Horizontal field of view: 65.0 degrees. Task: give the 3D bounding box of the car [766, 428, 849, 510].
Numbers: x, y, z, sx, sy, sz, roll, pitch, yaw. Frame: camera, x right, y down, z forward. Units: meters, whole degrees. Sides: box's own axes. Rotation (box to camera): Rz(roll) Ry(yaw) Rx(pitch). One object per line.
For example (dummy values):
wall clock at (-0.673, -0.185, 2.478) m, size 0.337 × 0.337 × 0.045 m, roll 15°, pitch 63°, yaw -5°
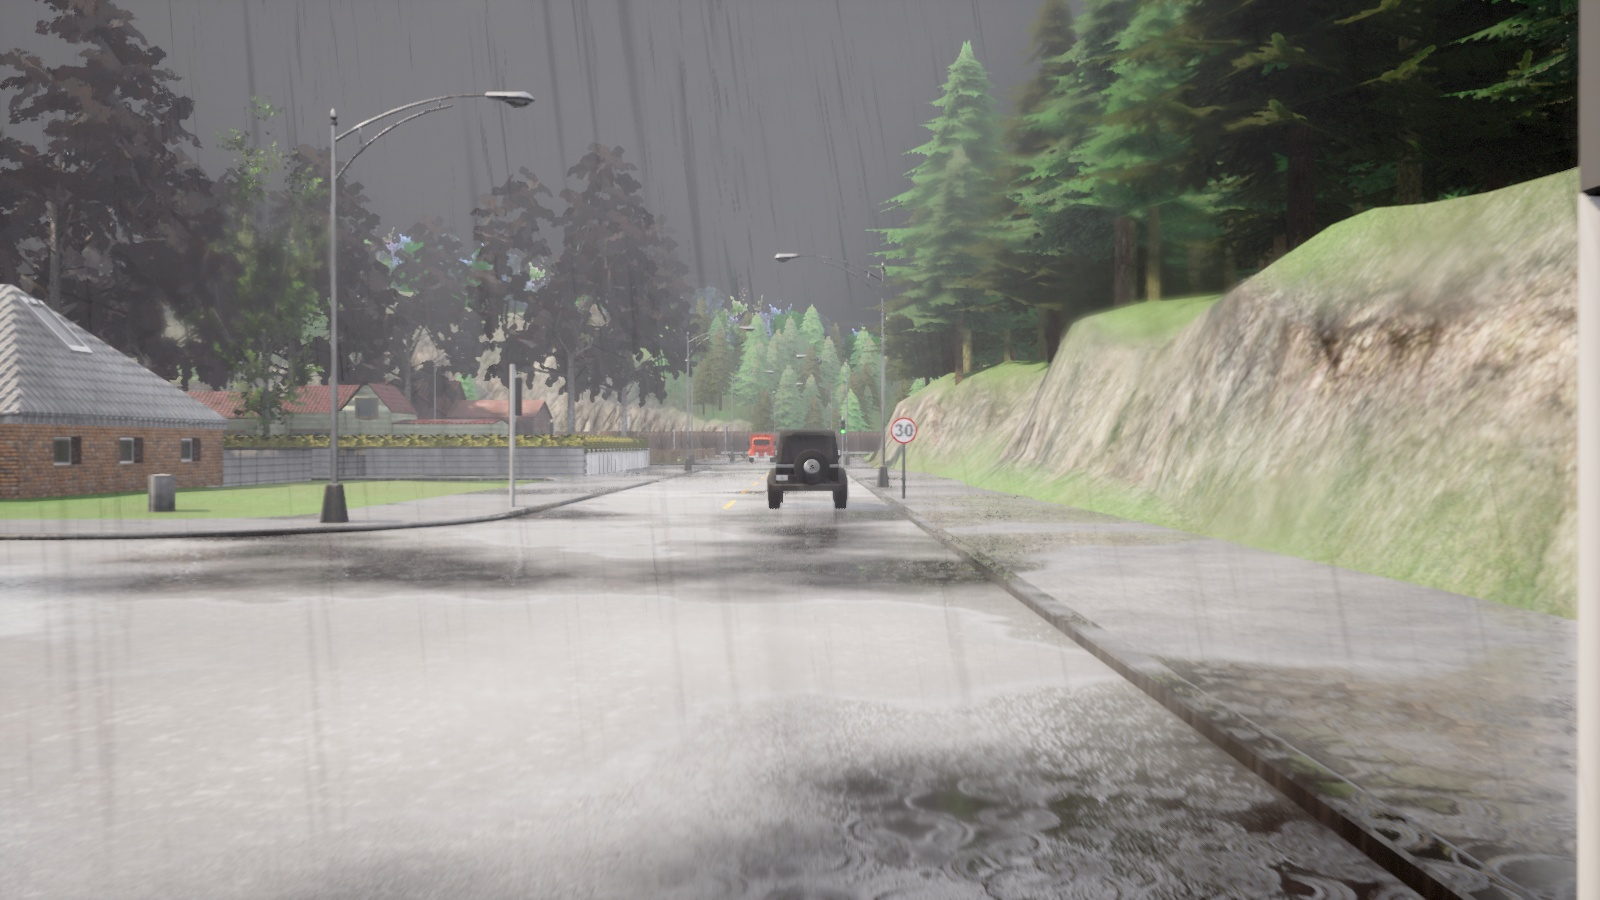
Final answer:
car at (0.191, 0.426, 30.800) m, size 1.905 × 1.878 × 3.866 m, roll 0°, pitch 0°, yaw 1°
